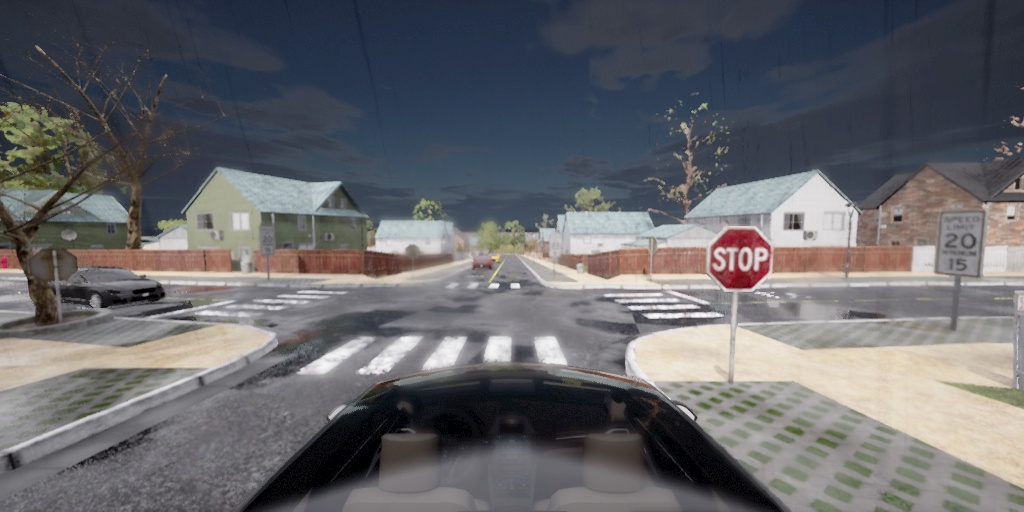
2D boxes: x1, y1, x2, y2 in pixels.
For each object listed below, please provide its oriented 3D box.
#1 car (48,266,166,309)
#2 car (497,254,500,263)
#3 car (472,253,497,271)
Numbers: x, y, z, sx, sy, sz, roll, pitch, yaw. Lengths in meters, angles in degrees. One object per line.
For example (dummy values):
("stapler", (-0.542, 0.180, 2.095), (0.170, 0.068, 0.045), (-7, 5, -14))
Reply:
("car", (-16.173, 1.188, 14.054), (4.892, 1.490, 1.837), (0, 4, 13))
("car", (-2.911, 0.333, 56.911), (1.882, 1.535, 5.008), (0, 1, 0))
("car", (-2.915, 0.638, 36.799), (1.882, 1.535, 5.008), (0, 1, 0))
